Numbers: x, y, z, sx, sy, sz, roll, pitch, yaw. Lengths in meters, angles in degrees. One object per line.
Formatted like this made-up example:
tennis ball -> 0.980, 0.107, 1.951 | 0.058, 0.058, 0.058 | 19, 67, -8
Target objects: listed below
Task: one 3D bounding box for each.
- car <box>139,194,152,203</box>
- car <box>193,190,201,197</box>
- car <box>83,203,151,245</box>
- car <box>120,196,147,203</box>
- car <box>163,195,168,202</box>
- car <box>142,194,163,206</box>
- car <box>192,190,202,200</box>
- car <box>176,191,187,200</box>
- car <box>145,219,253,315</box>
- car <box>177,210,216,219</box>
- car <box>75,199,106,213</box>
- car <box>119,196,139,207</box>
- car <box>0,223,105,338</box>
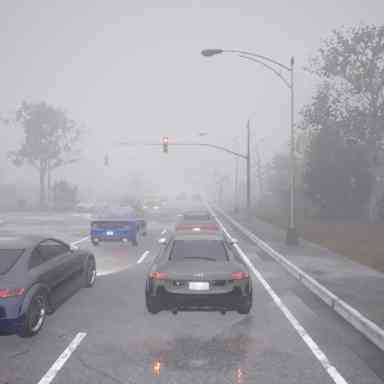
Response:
car -> -9.511, 1.279, 68.586 | 1.837, 1.490, 4.892 | 0, 2, 1
car -> 1.249, 0.317, 84.031 | 1.837, 1.490, 4.892 | 0, 3, 1
car -> -3.279, 1.478, 15.620 | 1.882, 1.535, 5.008 | 0, 0, -1
car -> -6.652, 1.492, 36.322 | 2.128, 1.511, 4.902 | 0, 0, 1
car -> -6.001, 1.294, 69.178 | 2.033, 1.411, 5.357 | 0, 3, 1
car -> -6.361, 1.351, 53.131 | 2.097, 1.767, 4.553 | 0, 0, 1
car -> 1.081, 0.850, 73.994 | 2.097, 1.767, 4.553 | 0, 3, 1
car -> -2.418, 1.045, 74.092 | 1.994, 1.385, 4.181 | 0, 3, 1
car -> 0.145, 1.564, 7.659 | 1.994, 1.385, 4.181 | 0, 0, 1
car -> 0.232, 1.564, 16.058 | 1.994, 1.385, 4.181 | 0, 0, 1
car -> -11.032, 1.525, 36.938 | 1.812, 1.442, 4.674 | 0, 0, 16
car -> -9.871, 1.492, 52.636 | 2.128, 1.511, 4.902 | 0, 0, 1
car -> -3.357, 1.564, 6.633 | 1.994, 1.385, 4.181 | 0, 0, 0
